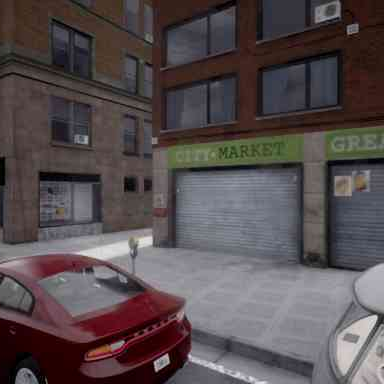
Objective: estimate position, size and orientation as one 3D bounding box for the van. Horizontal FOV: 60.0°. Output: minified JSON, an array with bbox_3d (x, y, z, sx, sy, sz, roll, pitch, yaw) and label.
[{"bbox_3d":[2.497,1.341,1.295,3.998,1.788,1.690,0,0,35],"label":"van"}]

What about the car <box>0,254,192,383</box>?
[{"bbox_3d":[-2.112,1.544,4.581,4.507,1.381,1.887,0,0,35],"label":"car"}]
